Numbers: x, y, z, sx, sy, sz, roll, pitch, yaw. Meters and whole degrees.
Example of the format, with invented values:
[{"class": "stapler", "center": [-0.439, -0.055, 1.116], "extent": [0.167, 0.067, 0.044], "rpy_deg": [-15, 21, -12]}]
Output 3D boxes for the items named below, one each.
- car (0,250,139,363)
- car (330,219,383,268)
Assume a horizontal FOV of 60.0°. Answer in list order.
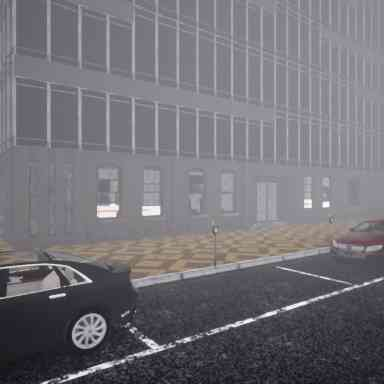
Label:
[{"class": "car", "center": [-2.891, 1.551, 4.497], "extent": [4.403, 1.369, 2.008], "rpy_deg": [0, 0, -36]}, {"class": "car", "center": [6.367, 1.582, 11.121], "extent": [4.206, 1.307, 1.802], "rpy_deg": [0, 0, -36]}]
